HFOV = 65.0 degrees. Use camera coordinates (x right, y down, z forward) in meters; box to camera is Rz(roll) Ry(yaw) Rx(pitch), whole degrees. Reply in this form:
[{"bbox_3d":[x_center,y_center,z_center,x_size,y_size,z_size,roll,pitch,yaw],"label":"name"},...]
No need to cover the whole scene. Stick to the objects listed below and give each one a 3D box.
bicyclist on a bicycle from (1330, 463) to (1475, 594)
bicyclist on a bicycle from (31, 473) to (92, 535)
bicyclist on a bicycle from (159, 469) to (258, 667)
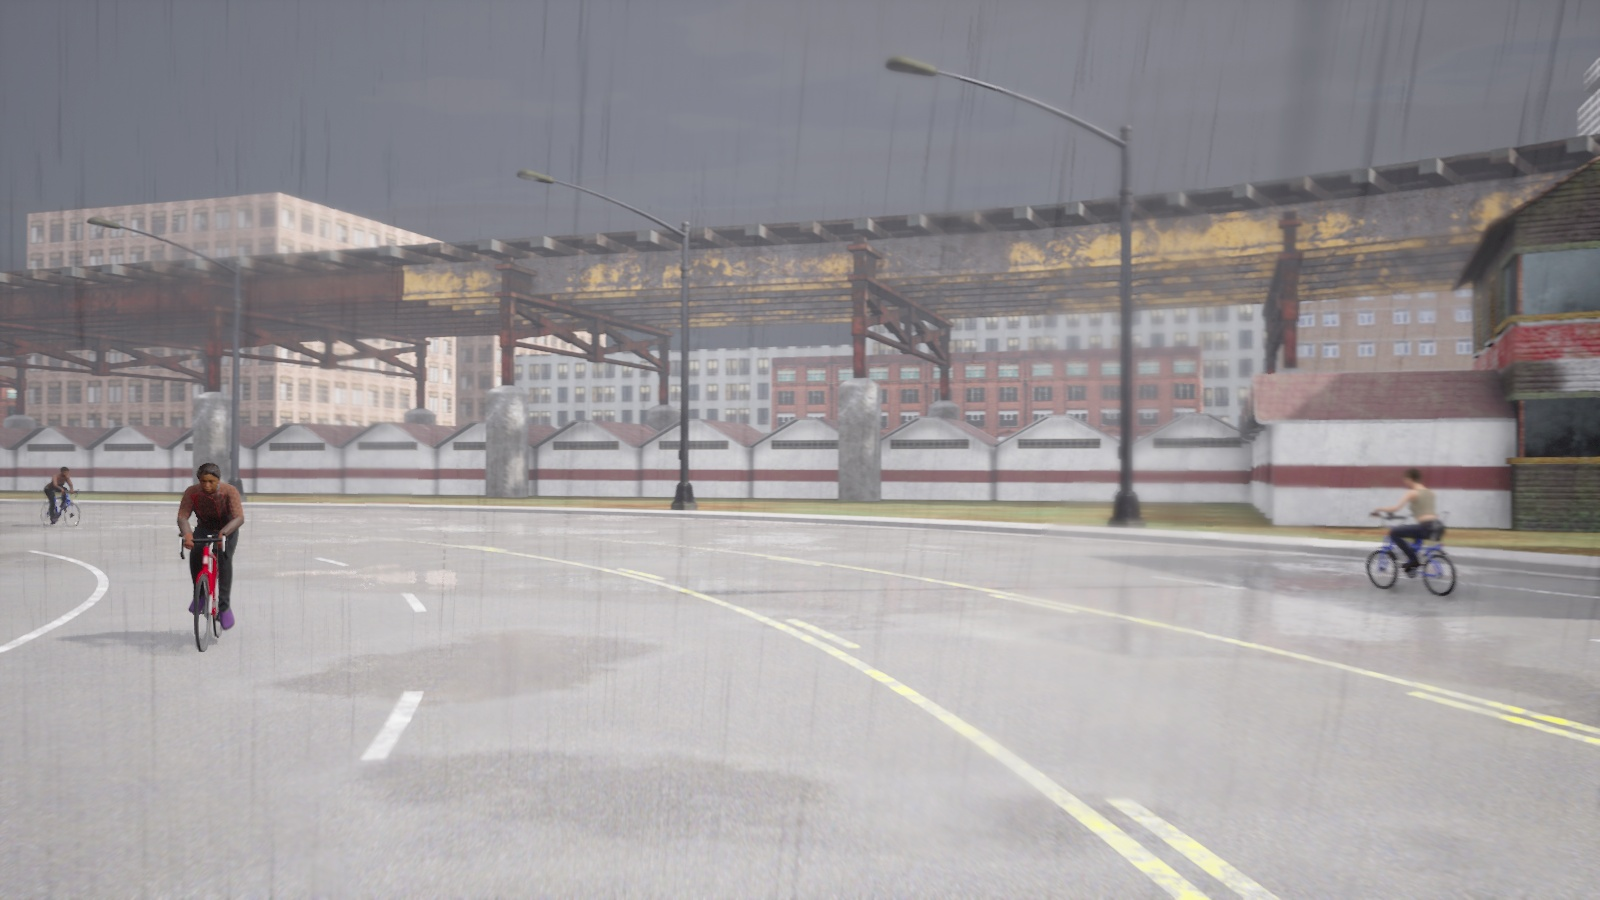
[{"bbox_3d":[7.834,0.986,16.398,0.866,1.612,1.509,0,-1,-18],"label":"bicyclist on a bicycle"},{"bbox_3d":[-19.801,1.432,33.674,1.656,1.620,0.582,0,-1,26],"label":"bicyclist on a bicycle"},{"bbox_3d":[-5.248,0.982,11.214,0.582,1.620,1.656,0,-1,-18],"label":"bicyclist on a bicycle"}]
